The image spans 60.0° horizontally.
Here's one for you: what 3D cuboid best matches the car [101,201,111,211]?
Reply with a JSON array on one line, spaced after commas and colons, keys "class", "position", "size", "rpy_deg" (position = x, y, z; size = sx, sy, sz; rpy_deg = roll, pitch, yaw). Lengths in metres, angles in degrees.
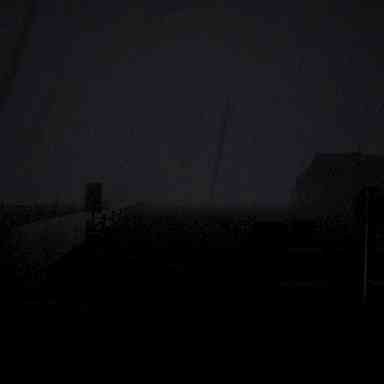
[{"class": "car", "position": [-13.690, 2.104, 51.507], "size": [2.033, 1.411, 5.357], "rpy_deg": [1, -1, -6]}]
